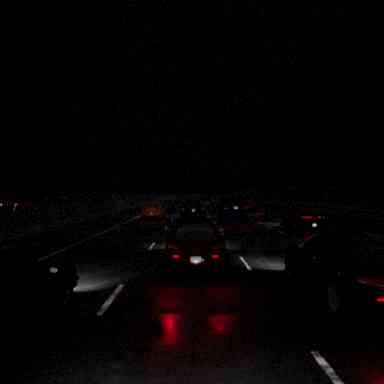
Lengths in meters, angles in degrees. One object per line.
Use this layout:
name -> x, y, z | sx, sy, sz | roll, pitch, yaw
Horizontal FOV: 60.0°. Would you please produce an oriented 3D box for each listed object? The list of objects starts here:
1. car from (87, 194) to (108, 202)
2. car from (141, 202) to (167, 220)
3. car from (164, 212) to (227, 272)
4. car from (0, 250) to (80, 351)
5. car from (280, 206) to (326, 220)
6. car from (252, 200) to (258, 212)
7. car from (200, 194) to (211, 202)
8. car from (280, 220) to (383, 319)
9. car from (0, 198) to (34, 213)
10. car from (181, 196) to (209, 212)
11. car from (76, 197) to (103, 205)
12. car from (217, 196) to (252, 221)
car -> -17.500, 1.373, 62.981 | 2.150, 2.045, 5.566 | 0, 0, 0
car -> -3.396, 1.642, 30.164 | 1.882, 1.535, 5.008 | 0, 0, 0
car -> 0.102, 1.619, 11.016 | 1.812, 1.442, 4.674 | 0, 0, 0
car -> -3.399, 1.595, 4.905 | 2.033, 1.411, 5.357 | 0, -1, 0
car -> 7.082, 1.648, 21.608 | 1.837, 1.490, 4.892 | 0, 0, 0
car -> 7.104, 1.707, 42.183 | 1.812, 1.442, 4.674 | 0, 0, 0
car -> 3.510, 1.600, 79.345 | 1.837, 1.490, 4.892 | 0, 0, 0
car -> 3.501, 1.595, 7.402 | 1.812, 1.442, 4.674 | 0, 0, 0
car -> -21.075, 1.530, 40.105 | 2.097, 1.767, 4.553 | 0, 0, 0
car -> 0.104, 1.513, 28.538 | 2.097, 1.767, 4.553 | 0, 0, 0
car -> -14.073, 1.728, 44.588 | 2.033, 1.411, 5.357 | 0, 0, 0
car -> 3.504, 1.385, 29.172 | 2.150, 2.045, 5.566 | 0, 0, 0
